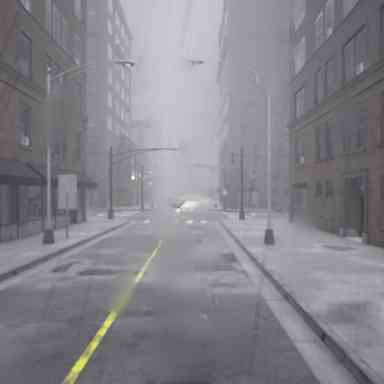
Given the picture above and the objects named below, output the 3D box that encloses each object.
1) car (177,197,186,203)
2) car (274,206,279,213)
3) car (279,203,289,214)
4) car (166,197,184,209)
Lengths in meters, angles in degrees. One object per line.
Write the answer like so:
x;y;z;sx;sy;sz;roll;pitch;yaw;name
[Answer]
-2.477;1.869;79.586;2.128;1.511;4.902;0;0;0;car
11.919;1.903;39.624;4.206;1.307;1.802;1;-1;1;car
12.730;1.823;37.037;4.902;1.511;2.128;1;0;1;car
-2.802;1.596;50.640;2.097;1.767;4.553;0;0;1;car
